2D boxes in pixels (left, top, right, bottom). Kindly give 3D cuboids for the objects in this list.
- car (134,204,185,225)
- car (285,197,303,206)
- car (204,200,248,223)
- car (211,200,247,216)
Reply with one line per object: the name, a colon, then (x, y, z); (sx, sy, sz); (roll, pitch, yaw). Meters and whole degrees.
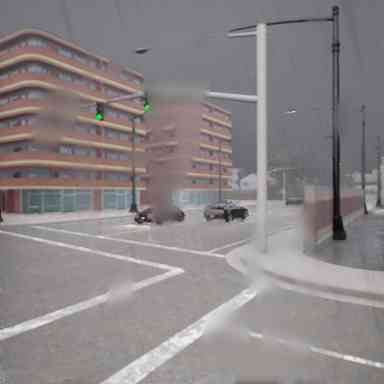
car: (-2.312, 1.613, 24.513); (1.994, 1.385, 4.181); (0, 0, 32)
car: (17.214, 1.584, 55.786); (2.033, 1.411, 5.357); (0, 0, 32)
car: (2.739, 1.529, 25.824); (2.128, 1.511, 4.902); (0, 0, 32)
car: (3.922, 1.571, 34.526); (1.812, 1.442, 4.674); (0, 0, 32)
